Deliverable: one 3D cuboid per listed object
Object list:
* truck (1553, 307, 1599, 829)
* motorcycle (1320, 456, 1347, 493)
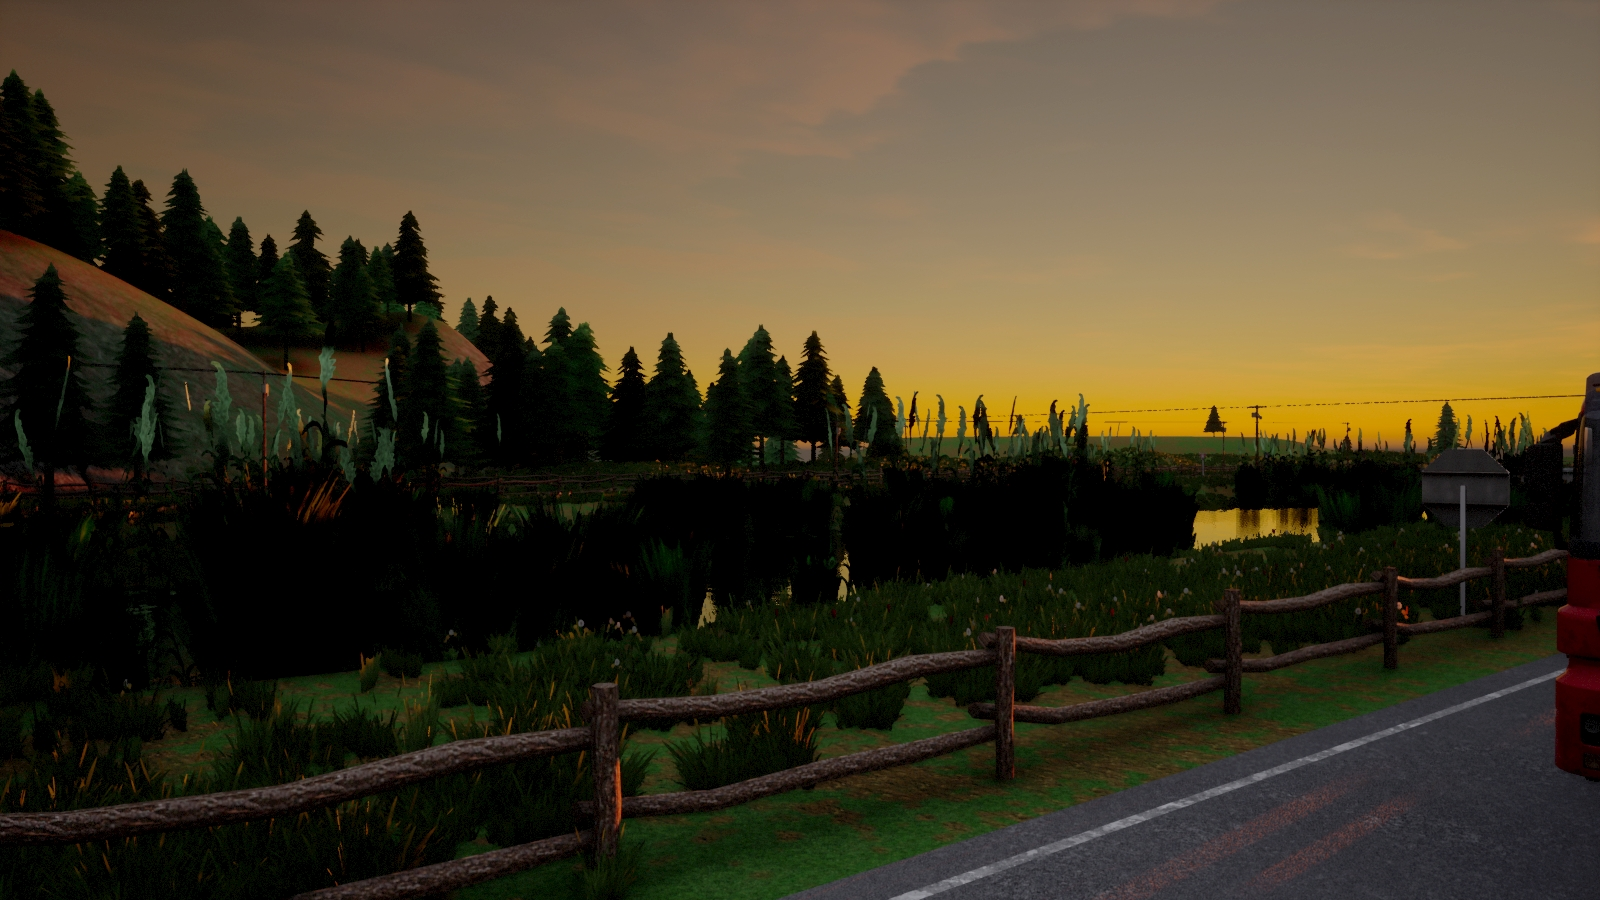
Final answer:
[{"bbox_3d":[9.435,0.862,10.925,2.891,3.827,8.468,0,0,39],"label":"truck"},{"bbox_3d":[34.806,1.577,74.501,2.033,2.348,0.803,0,0,-39],"label":"motorcycle"}]
